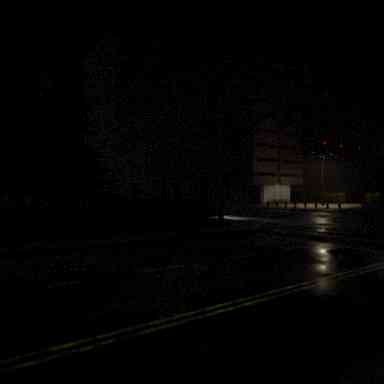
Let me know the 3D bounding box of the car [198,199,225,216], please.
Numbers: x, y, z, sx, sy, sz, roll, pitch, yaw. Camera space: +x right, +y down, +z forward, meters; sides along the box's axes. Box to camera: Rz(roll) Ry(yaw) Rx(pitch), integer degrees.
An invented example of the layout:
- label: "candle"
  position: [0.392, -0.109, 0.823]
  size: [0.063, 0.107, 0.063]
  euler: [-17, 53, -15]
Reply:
- label: "car"
  position: [1.189, 1.481, 32.436]
  size: [2.128, 1.511, 4.902]
  euler: [0, 0, -36]
